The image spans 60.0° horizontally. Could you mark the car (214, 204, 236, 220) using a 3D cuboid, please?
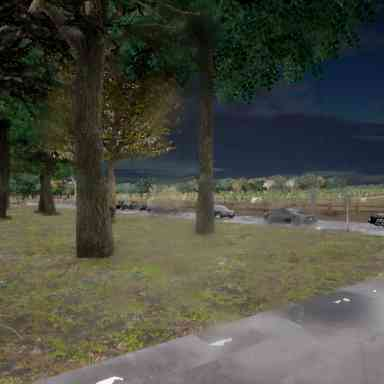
[{"bbox_3d":[2.467,2.026,34.261,1.837,1.490,4.892,-1,-1,-35],"label":"car"}]

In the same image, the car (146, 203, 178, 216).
[{"bbox_3d":[-3.689,2.312,43.035,1.895,1.301,4.718,-1,0,-35],"label":"car"}]

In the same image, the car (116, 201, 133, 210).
[{"bbox_3d":[-12.490,2.348,60.472,2.097,1.767,4.553,-1,0,-35],"label":"car"}]

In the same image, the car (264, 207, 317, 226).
[{"bbox_3d":[7.801,1.914,26.687,1.994,1.385,4.181,-1,0,-35],"label":"car"}]

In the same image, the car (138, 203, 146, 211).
[{"bbox_3d":[-6.973,2.396,52.730,1.994,1.385,4.181,-1,0,-34],"label":"car"}]

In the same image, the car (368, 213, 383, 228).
[{"bbox_3d":[14.508,1.759,22.265,4.718,1.301,1.895,-2,0,40],"label":"car"}]
